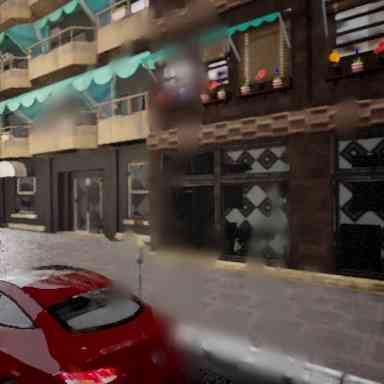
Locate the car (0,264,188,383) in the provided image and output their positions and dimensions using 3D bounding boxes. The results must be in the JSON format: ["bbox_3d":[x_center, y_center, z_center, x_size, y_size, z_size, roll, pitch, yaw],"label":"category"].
[{"bbox_3d":[-1.982,1.592,4.143,4.206,1.307,1.802,0,-1,36],"label":"car"}]
